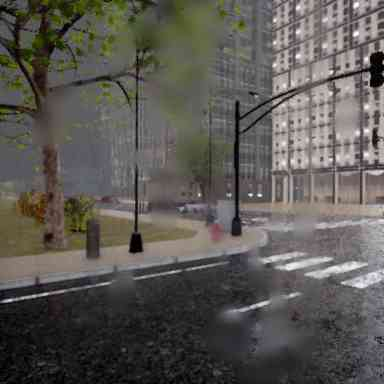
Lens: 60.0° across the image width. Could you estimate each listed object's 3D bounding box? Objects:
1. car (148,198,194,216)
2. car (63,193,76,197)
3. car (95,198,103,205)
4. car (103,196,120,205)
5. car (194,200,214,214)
[{"bbox_3d":[-2.256,1.270,29.915,2.128,1.511,4.902,0,0,-34],"label":"car"},{"bbox_3d":[-31.082,1.240,84.849,2.033,1.411,5.357,0,0,-34],"label":"car"},{"bbox_3d":[-15.277,1.264,49.456,1.812,1.442,4.674,0,0,-33],"label":"car"},{"bbox_3d":[-12.778,1.287,51.570,1.812,1.442,4.674,0,0,-33],"label":"car"},{"bbox_3d":[0.103,1.402,32.232,1.895,1.301,4.718,0,0,-34],"label":"car"}]
